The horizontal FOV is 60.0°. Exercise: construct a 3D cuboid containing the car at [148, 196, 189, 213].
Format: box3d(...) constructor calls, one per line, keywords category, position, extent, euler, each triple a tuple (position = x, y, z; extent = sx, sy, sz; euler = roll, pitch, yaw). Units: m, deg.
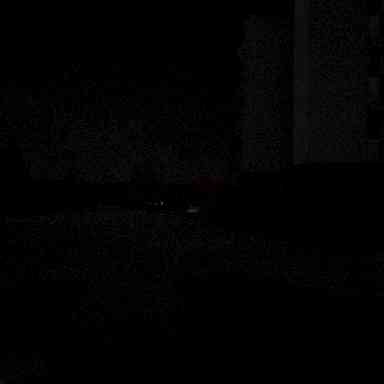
box3d(category="car", position=(-2.284, 1.153, 33.605), extent=(2.097, 1.767, 4.553), euler=(1, 0, 35))
